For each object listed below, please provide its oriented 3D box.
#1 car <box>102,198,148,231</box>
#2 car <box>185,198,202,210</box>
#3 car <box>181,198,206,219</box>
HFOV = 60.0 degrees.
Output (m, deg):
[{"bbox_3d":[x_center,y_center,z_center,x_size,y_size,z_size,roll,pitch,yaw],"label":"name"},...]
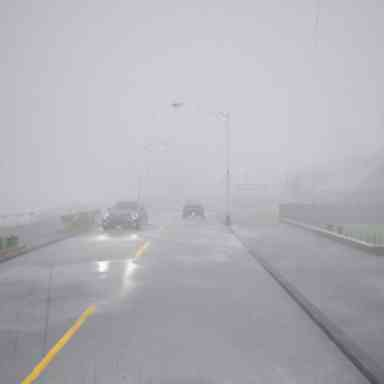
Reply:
[{"bbox_3d":[-3.947,1.310,20.268,2.097,1.767,4.553,0,0,0],"label":"car"},{"bbox_3d":[0.177,1.475,42.628,2.033,1.411,5.357,0,0,1],"label":"car"},{"bbox_3d":[0.139,1.457,28.489,1.837,1.490,4.892,0,0,1],"label":"car"}]
